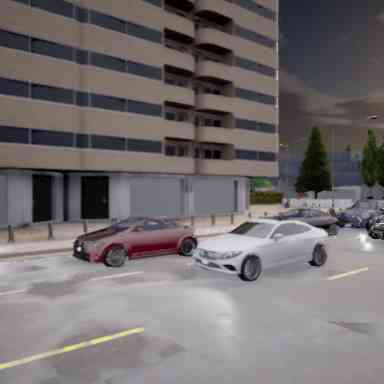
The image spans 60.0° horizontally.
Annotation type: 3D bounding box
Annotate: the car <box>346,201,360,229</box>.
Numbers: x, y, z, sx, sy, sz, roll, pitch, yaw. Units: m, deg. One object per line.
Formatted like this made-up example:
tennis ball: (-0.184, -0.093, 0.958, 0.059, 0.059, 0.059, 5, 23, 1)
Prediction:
car: (10.598, 1.296, 20.021, 4.553, 1.767, 2.097, 0, 0, -35)

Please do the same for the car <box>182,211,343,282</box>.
car: (2.236, 1.505, 9.865, 4.674, 1.442, 1.812, 0, 0, -35)

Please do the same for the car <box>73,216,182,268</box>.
car: (-1.804, 1.550, 11.291, 4.181, 1.385, 1.994, 0, 0, -36)

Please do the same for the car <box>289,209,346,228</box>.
car: (5.400, 1.526, 16.428, 4.181, 1.385, 1.994, 0, 0, -36)

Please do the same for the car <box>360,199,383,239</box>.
car: (10.217, 1.305, 15.547, 4.553, 1.767, 2.097, 0, 0, -35)
